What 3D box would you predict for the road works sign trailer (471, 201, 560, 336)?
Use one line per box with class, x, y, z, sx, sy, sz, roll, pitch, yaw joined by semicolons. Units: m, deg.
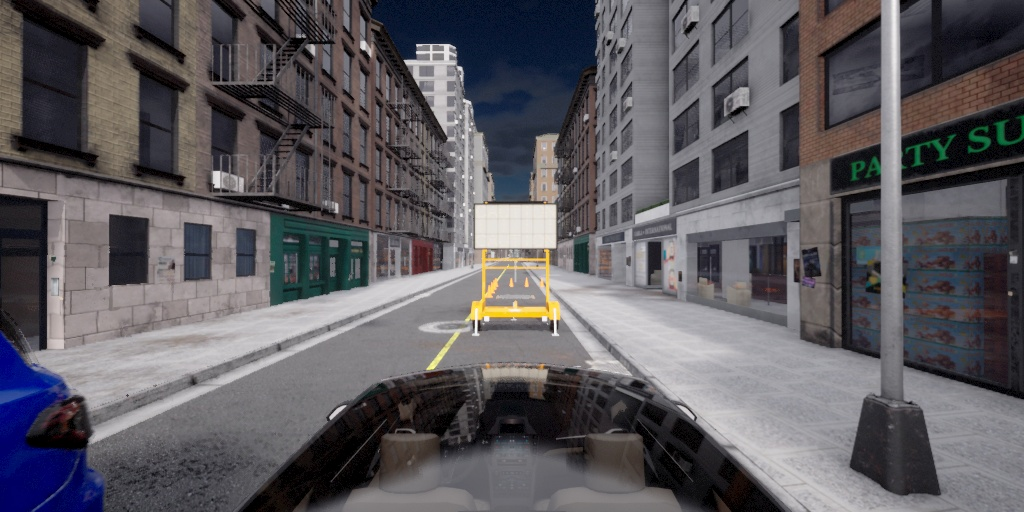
road works sign trailer;0.106;0.218;10.413;2.380;3.560;2.880;0;0;1
